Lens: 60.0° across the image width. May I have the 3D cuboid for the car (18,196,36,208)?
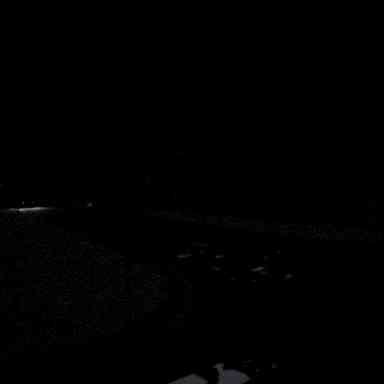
[{"bbox_3d":[-22.019,1.260,44.209,1.837,1.490,4.892,-3,2,-34],"label":"car"}]
